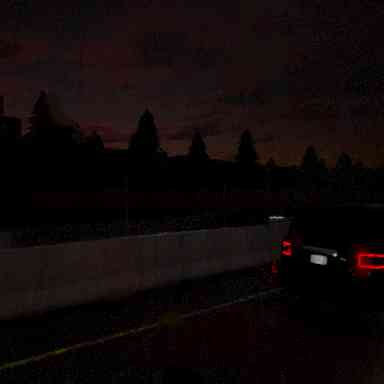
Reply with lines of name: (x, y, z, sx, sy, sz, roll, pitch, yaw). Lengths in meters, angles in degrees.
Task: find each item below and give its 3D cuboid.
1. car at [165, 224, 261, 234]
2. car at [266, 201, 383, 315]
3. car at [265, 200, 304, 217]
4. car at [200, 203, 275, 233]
car: (1.060, 1.503, 14.115, 4.892, 1.490, 1.837, 0, 0, -42)
car: (4.202, 1.222, 7.358, 5.566, 2.045, 2.150, 0, 0, -40)
car: (8.953, 1.558, 32.008, 1.994, 1.385, 4.181, 0, 0, 43)
car: (2.933, 1.488, 20.640, 4.902, 1.511, 2.128, 0, 0, -45)
